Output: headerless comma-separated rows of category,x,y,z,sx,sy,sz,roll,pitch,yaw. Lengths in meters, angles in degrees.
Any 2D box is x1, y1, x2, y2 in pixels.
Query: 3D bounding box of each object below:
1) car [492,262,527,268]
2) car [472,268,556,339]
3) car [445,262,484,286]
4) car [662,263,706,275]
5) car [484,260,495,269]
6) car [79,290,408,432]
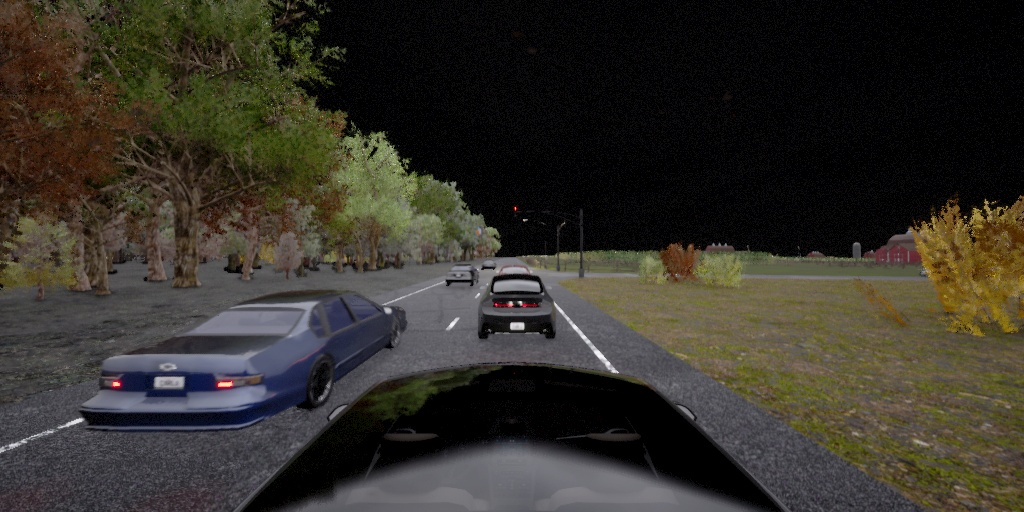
car,0.134,1.218,19.424,1.882,1.535,5.008,0,0,0
car,0.115,1.250,10.061,1.837,1.490,4.892,0,0,0
car,-3.361,1.284,25.035,2.033,1.411,5.357,0,0,0
car,20.170,1.486,42.112,4.902,1.511,2.128,1,-1,0
car,-3.314,1.279,52.760,1.994,1.385,4.181,0,0,0
car,-3.391,1.295,6.062,2.033,1.411,5.357,0,0,0
